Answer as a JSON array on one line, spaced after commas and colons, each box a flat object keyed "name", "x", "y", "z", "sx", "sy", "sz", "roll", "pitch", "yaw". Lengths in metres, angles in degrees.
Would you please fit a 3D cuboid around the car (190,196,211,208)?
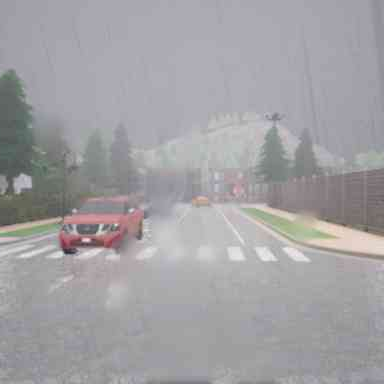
[{"name": "car", "x": 1.190, "y": 1.357, "z": 47.248, "sx": 1.882, "sy": 1.535, "sz": 5.008, "roll": 0, "pitch": 1, "yaw": -15}]

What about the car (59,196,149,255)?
[{"name": "car", "x": -3.359, "y": 1.191, "z": 13.478, "sx": 2.150, "sy": 2.045, "sz": 5.566, "roll": 0, "pitch": 0, "yaw": 1}]

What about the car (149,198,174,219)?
[{"name": "car", "x": -2.764, "y": 1.283, "z": 28.383, "sx": 2.097, "sy": 1.767, "sz": 4.553, "roll": 0, "pitch": 0, "yaw": 3}]
